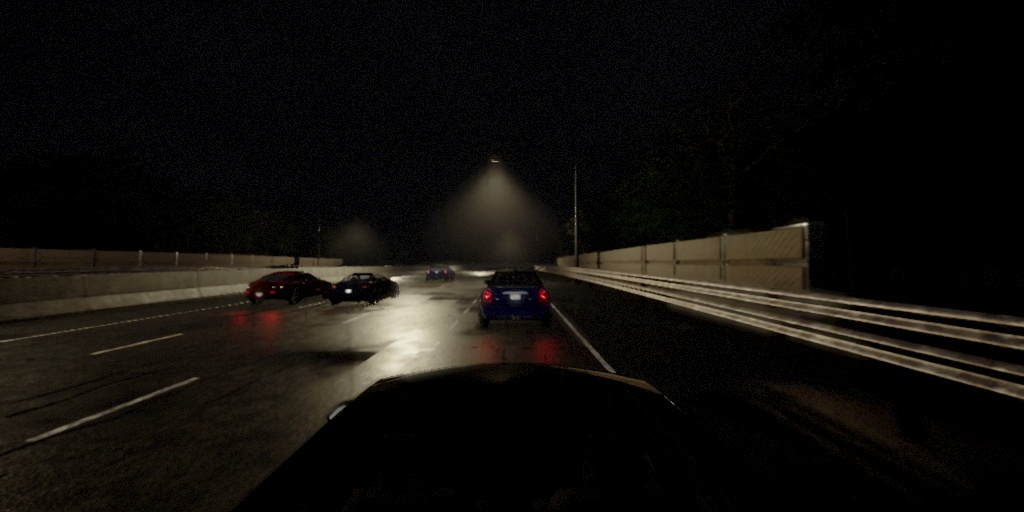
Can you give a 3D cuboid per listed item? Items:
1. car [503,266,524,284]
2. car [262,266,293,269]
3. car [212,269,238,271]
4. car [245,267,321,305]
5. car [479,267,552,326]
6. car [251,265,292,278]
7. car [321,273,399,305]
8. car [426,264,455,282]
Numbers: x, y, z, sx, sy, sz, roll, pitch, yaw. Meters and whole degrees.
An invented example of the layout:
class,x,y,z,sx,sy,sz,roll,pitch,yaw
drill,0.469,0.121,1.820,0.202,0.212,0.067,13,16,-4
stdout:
class,x,y,z,sx,sy,sz,roll,pitch,yaw
car,0.108,1.711,33.391,1.812,1.442,4.674,0,-1,0
car,-28.084,1.928,43.847,1.837,1.490,4.892,0,-1,0
car,-24.600,1.728,30.339,1.895,1.301,4.718,0,-1,0
car,-10.389,1.435,17.051,1.812,1.442,4.674,0,-1,0
car,0.098,1.199,12.172,2.097,1.767,4.553,0,-1,0
car,-31.575,2.003,47.272,2.128,1.511,4.902,0,-1,0
car,-6.902,1.474,17.145,1.994,1.385,4.181,0,-1,0
car,-6.906,1.570,34.993,2.097,1.767,4.553,0,-1,0
